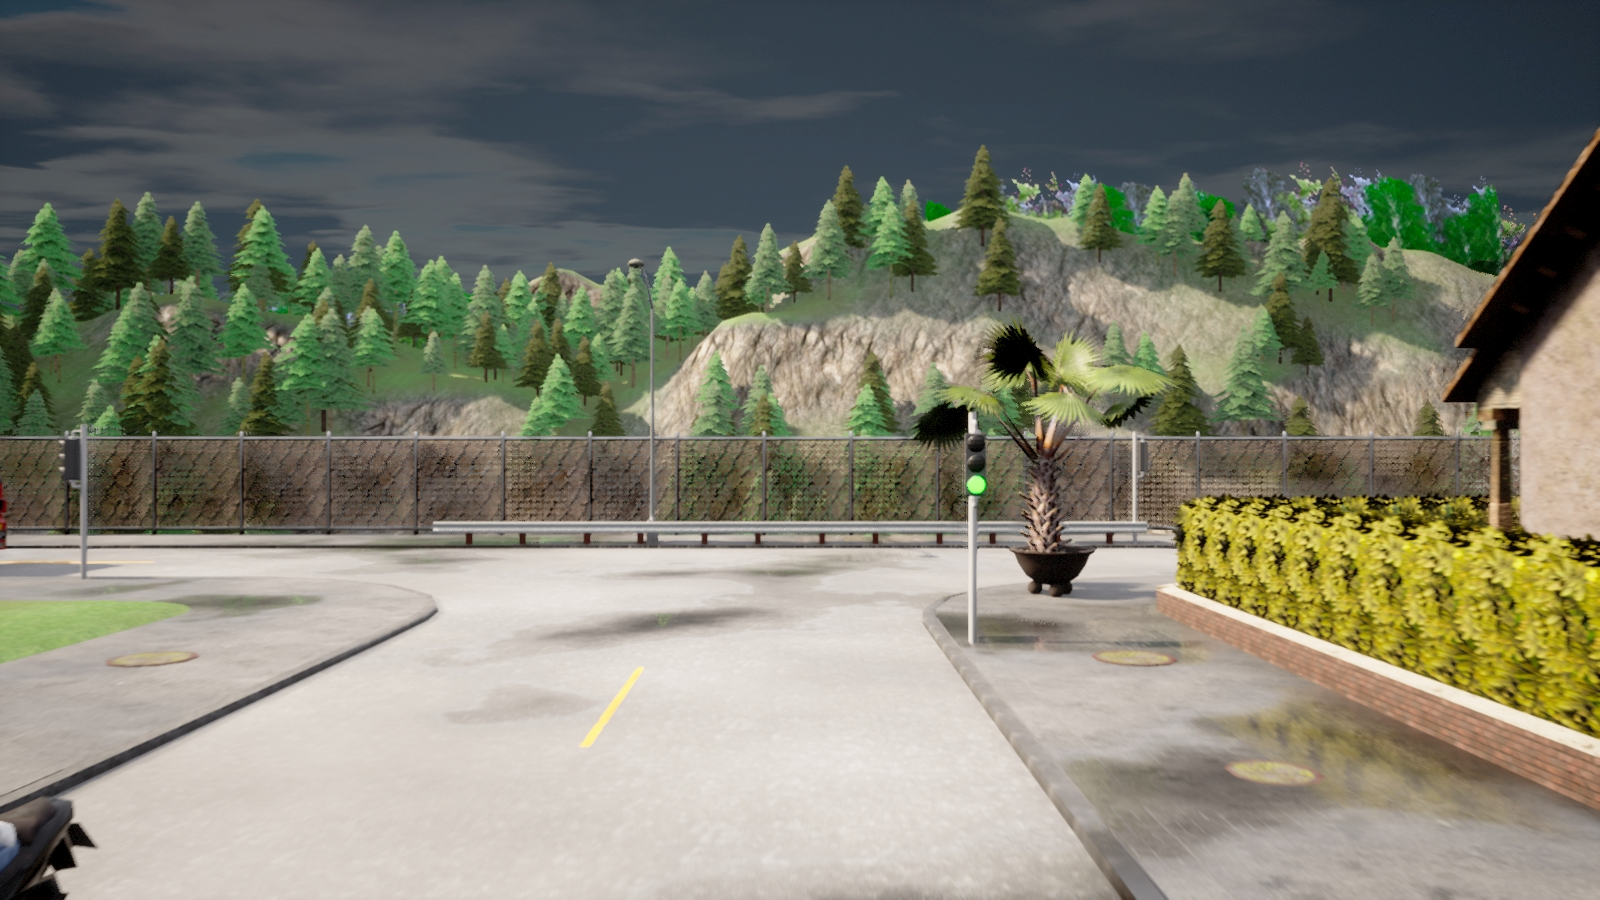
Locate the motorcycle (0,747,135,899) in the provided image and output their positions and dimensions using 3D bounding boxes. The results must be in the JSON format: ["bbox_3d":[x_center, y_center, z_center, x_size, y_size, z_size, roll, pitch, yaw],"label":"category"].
[{"bbox_3d":[-3.959,2.186,5.092,0.803,1.199,2.033,0,0,0],"label":"motorcycle"}]

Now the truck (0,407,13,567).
[{"bbox_3d":[-23.482,0.891,26.505,8.468,3.827,2.891,0,0,0],"label":"truck"}]
